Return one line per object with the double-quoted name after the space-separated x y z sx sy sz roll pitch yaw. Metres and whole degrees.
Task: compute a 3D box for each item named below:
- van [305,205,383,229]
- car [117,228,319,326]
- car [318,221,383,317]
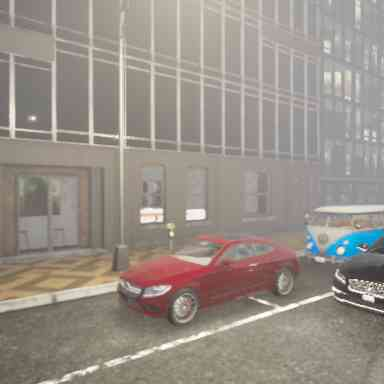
5.194 1.304 10.263 3.998 1.788 1.690 0 0 -35 "van"
0.555 1.566 6.955 4.206 1.307 1.802 0 0 -35 "car"
4.864 1.476 6.847 4.892 1.490 1.837 0 0 -35 "car"
